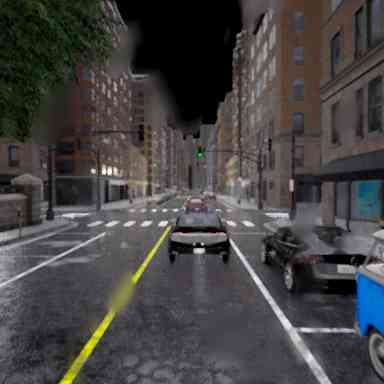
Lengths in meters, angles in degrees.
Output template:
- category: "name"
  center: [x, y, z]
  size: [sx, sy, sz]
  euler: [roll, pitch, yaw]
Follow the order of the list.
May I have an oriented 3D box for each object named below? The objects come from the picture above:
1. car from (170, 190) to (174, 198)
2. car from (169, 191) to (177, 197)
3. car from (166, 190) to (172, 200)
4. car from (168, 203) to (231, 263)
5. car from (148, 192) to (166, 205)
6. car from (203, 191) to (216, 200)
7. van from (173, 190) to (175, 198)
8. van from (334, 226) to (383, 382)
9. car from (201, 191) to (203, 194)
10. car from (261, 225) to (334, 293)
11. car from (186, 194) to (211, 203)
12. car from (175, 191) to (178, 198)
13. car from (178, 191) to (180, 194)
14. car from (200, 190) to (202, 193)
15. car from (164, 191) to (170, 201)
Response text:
- category: "car"
  center: [-4.955, 0.828, 62.826]
  size: [1.887, 1.381, 4.507]
  euler: [0, 1, 1]
- category: "car"
  center: [-4.709, 0.580, 84.456]
  size: [1.752, 1.417, 4.829]
  euler: [0, 1, 1]
- category: "car"
  center: [-5.017, 0.887, 57.376]
  size: [1.887, 1.381, 4.507]
  euler: [0, 1, 1]
- category: "car"
  center: [0.228, 1.361, 11.487]
  size: [2.128, 1.511, 4.902]
  euler: [0, 1, 1]
- category: "car"
  center: [-5.143, 0.991, 46.305]
  size: [1.752, 1.417, 4.829]
  euler: [0, 1, 1]
- category: "car"
  center: [3.569, 0.725, 62.763]
  size: [1.967, 1.590, 4.097]
  euler: [0, 1, 1]
- category: "van"
  center: [-4.893, 0.566, 68.273]
  size: [1.690, 1.788, 3.998]
  euler: [0, 1, 1]
- category: "van"
  center: [2.886, 1.309, 2.733]
  size: [1.690, 1.788, 3.998]
  euler: [0, 1, 1]
- category: "car"
  center: [3.694, 0.719, 73.660]
  size: [2.008, 1.369, 4.403]
  euler: [0, 1, 1]
- category: "car"
  center: [2.951, 1.471, 8.395]
  size: [1.947, 1.339, 4.313]
  euler: [0, 1, 1]
- category: "car"
  center: [0.427, 1.190, 29.033]
  size: [1.812, 1.442, 4.674]
  euler: [0, 1, 0]
- category: "car"
  center: [-4.831, 0.717, 73.726]
  size: [2.008, 1.369, 4.403]
  euler: [0, 1, 1]
- category: "car"
  center: [-4.769, 0.425, 79.173]
  size: [2.192, 1.841, 5.009]
  euler: [0, 1, 1]
- category: "car"
  center: [3.882, 0.523, 90.173]
  size: [1.752, 1.417, 4.829]
  euler: [0, 1, 1]
- category: "car"
  center: [-5.079, 0.954, 51.925]
  size: [2.008, 1.369, 4.403]
  euler: [0, 1, 1]
